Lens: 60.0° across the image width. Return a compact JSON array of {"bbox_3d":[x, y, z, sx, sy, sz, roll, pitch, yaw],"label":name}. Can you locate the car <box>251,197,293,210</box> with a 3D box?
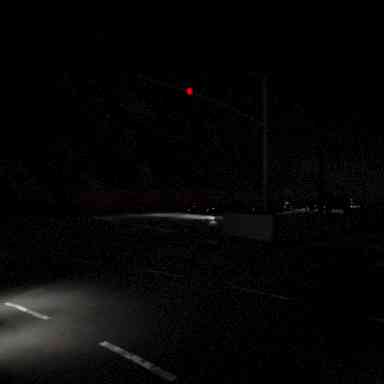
[{"bbox_3d":[9.915,1.419,41.119,5.357,1.411,2.033,0,0,-35],"label":"car"}]

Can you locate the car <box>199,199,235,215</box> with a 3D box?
[{"bbox_3d":[3.423,1.418,32.225,4.892,1.490,1.837,0,0,-35],"label":"car"}]

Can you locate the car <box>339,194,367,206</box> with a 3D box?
[{"bbox_3d":[25.319,1.146,52.166,4.553,1.767,2.097,0,0,-38],"label":"car"}]

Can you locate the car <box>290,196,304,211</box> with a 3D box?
[{"bbox_3d":[11.424,1.225,37.913,4.553,1.767,2.097,0,0,-35],"label":"car"}]

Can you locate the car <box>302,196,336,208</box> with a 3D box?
[{"bbox_3d":[17.889,1.323,46.723,4.902,1.511,2.128,0,0,-35],"label":"car"}]

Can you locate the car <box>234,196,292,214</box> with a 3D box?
[{"bbox_3d":[6.489,1.412,30.113,4.892,1.490,1.837,0,0,-35],"label":"car"}]

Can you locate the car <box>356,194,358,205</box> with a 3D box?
[{"bbox_3d":[18.904,1.327,43.184,4.902,1.511,2.128,0,0,-35],"label":"car"}]

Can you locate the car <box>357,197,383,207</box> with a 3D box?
[{"bbox_3d":[26.173,1.400,48.390,4.718,1.301,1.895,0,0,-35],"label":"car"}]

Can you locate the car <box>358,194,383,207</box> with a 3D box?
[{"bbox_3d":[23.140,1.315,41.881,4.902,1.511,2.128,0,0,-35],"label":"car"}]

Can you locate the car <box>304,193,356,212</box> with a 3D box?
[{"bbox_3d":[15.092,1.085,36.224,5.566,2.045,2.150,0,0,-36],"label":"car"}]

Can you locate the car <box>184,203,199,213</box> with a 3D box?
[{"bbox_3d":[1.478,1.514,35.137,4.718,1.301,1.895,0,0,-35],"label":"car"}]
